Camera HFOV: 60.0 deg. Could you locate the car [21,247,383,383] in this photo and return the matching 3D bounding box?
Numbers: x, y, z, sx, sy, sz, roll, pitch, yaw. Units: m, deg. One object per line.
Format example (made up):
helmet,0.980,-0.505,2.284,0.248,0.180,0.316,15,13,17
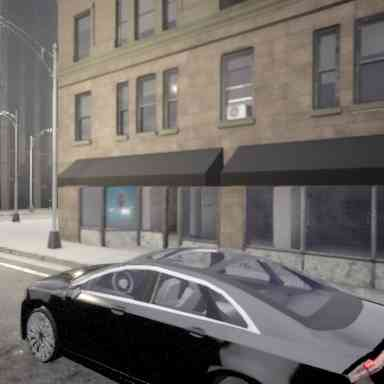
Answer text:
car,-0.226,1.472,4.153,4.902,1.511,2.128,1,0,35
